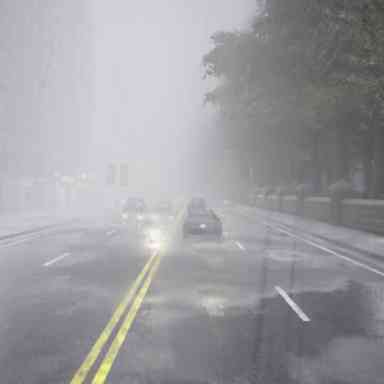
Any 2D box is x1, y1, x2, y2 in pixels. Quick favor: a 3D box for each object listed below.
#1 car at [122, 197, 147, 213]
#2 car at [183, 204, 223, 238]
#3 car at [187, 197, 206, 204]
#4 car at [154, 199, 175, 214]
[{"bbox_3d":[-6.127,1.337,35.850,2.097,1.767,4.553,0,0,0],"label":"car"},{"bbox_3d":[0.522,1.570,17.729,1.994,1.385,4.181,0,0,0],"label":"car"},{"bbox_3d":[0.563,1.371,38.059,2.097,1.767,4.553,0,0,0],"label":"car"},{"bbox_3d":[-2.883,1.478,35.020,1.882,1.535,5.008,0,0,0],"label":"car"}]
